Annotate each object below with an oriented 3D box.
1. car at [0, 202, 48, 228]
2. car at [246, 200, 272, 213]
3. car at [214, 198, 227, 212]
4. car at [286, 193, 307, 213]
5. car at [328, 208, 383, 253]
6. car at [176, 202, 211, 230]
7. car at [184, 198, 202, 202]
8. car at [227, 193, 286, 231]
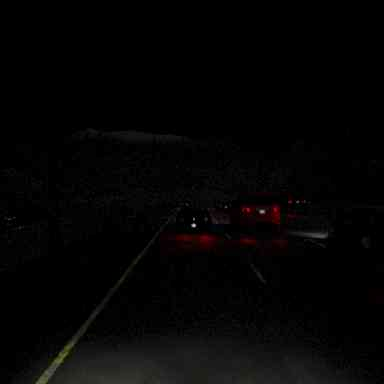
[{"bbox_3d":[-10.599,1.361,20.275,1.882,1.535,5.008,0,0,0],"label":"car"},{"bbox_3d":[7.100,1.505,35.700,1.895,1.301,4.718,0,0,0],"label":"car"},{"bbox_3d":[3.600,1.440,37.762,1.812,1.442,4.674,0,0,0],"label":"car"},{"bbox_3d":[10.601,1.127,36.027,2.150,2.045,5.566,0,0,0],"label":"car"},{"bbox_3d":[7.100,1.409,13.196,1.837,1.490,4.892,0,0,0],"label":"car"},{"bbox_3d":[0.100,1.484,19.887,1.895,1.301,4.718,0,0,0],"label":"car"},{"bbox_3d":[0.101,1.440,37.756,1.812,1.442,4.674,0,0,0],"label":"car"},{"bbox_3d":[3.600,1.105,19.743,2.150,2.045,5.566,0,0,0],"label":"car"}]
